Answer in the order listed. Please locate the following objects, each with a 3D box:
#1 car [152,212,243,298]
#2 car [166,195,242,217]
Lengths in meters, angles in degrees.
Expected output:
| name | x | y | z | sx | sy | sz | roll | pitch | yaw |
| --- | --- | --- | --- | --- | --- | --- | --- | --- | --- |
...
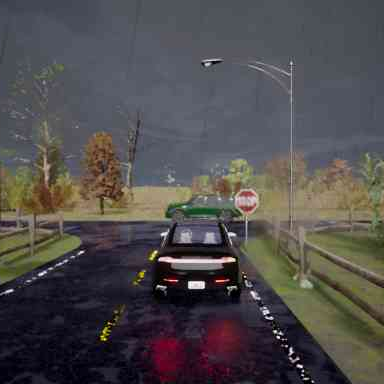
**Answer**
| name | x | y | z | sx | sy | sz | roll | pitch | yaw |
| --- | --- | --- | --- | --- | --- | --- | --- | --- | --- |
| car | 0.152 | 1.492 | 8.515 | 2.128 | 1.511 | 4.902 | 0 | 0 | 2 |
| car | 0.839 | 1.218 | 24.354 | 5.566 | 2.045 | 2.150 | 0 | 0 | 1 |
